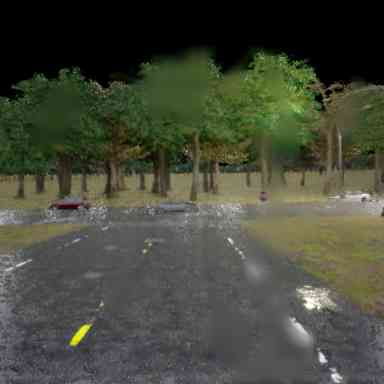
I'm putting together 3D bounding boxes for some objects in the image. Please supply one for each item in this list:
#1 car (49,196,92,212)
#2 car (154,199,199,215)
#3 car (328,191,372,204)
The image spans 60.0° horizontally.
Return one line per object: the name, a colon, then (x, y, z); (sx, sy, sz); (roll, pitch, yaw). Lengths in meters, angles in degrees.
car: (-14.044, 1.279, 38.336); (4.553, 1.767, 2.097); (-1, 3, 0)
car: (-1.461, 1.396, 31.487); (4.181, 1.385, 1.994); (-1, 2, 0)
car: (18.243, 0.610, 38.498); (4.674, 1.442, 1.812); (-3, 3, 0)
